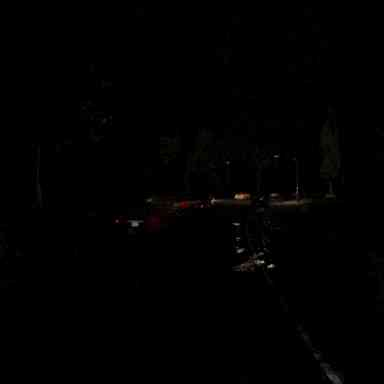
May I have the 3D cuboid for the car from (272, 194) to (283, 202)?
[{"bbox_3d":[15.211,1.020,60.538,2.128,1.511,4.902,-1,1,29],"label":"car"}]

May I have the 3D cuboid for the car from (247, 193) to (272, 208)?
[{"bbox_3d":[8.930,1.267,43.559,1.837,1.490,4.892,0,1,20],"label":"car"}]

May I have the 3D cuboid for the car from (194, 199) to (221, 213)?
[{"bbox_3d":[1.663,1.429,34.697,2.033,1.411,5.357,0,0,15],"label":"car"}]

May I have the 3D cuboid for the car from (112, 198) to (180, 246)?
[{"bbox_3d":[-2.042,1.322,15.438,2.097,1.767,4.553,0,0,6],"label":"car"}]

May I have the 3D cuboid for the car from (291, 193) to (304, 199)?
[{"bbox_3d":[23.390,0.814,73.671,1.994,1.385,4.181,-1,0,33],"label":"car"}]

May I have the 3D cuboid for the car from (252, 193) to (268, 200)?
[{"bbox_3d":[14.783,1.001,72.259,1.994,1.385,4.181,-1,0,31],"label":"car"}]

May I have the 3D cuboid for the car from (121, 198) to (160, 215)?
[{"bbox_3d":[-5.235,1.414,34.578,2.128,1.511,4.902,0,0,15],"label":"car"}]

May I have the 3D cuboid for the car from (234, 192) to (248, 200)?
[{"bbox_3d":[10.888,0.831,72.159,2.097,1.767,4.553,-1,0,31],"label":"car"}]

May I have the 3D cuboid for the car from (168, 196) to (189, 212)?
[{"bbox_3d":[-1.849,1.255,34.677,2.097,1.767,4.553,0,0,15],"label":"car"}]
